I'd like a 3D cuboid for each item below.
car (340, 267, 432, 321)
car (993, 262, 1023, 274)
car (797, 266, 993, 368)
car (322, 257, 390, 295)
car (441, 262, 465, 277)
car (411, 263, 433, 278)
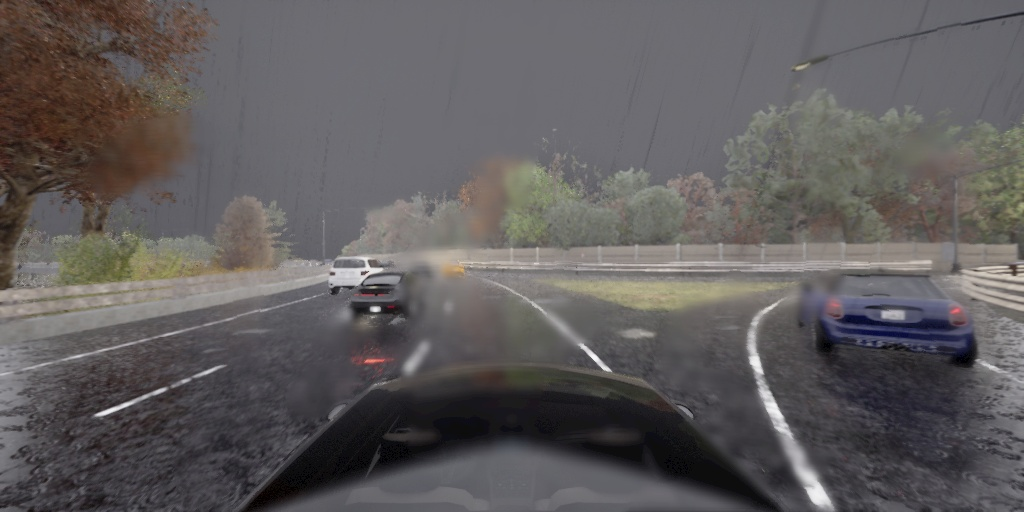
[{"bbox_3d":[-4.199,1.308,12.824,1.837,1.490,4.892,0,0,-6],"label":"car"},{"bbox_3d":[37.613,1.132,26.191,4.674,1.442,1.812,0,0,-12],"label":"car"},{"bbox_3d":[8.003,1.075,8.166,2.097,1.767,4.553,0,0,34],"label":"car"},{"bbox_3d":[-8.884,1.073,21.002,2.150,2.045,5.566,0,0,-10],"label":"car"},{"bbox_3d":[-6.290,1.361,38.015,1.882,1.535,5.008,0,0,-19],"label":"car"},{"bbox_3d":[-8.771,1.393,34.738,1.837,1.490,4.892,0,0,-18],"label":"car"}]
